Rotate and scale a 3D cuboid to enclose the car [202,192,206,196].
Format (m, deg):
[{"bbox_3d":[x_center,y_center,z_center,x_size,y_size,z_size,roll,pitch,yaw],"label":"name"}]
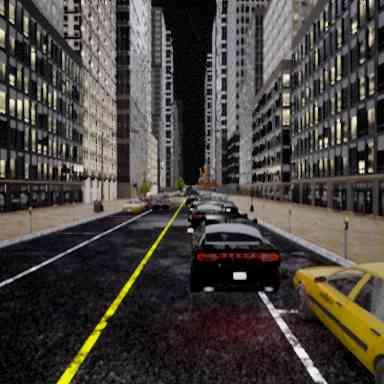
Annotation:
[{"bbox_3d":[2.719,1.189,55.414,1.802,1.307,4.206,0,0,0],"label":"car"}]

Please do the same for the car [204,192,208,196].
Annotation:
[{"bbox_3d":[2.708,1.170,38.338,1.967,1.590,4.097,0,0,0],"label":"car"}]

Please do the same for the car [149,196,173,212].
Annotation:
[{"bbox_3d":[-3.080,1.357,34.650,1.895,1.301,4.718,0,0,0],"label":"car"}]

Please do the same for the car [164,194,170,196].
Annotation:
[{"bbox_3d":[-5.652,1.046,72.508,1.947,1.339,4.313,0,0,0],"label":"car"}]

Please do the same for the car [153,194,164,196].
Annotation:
[{"bbox_3d":[-5.666,1.089,49.741,1.967,1.590,4.097,0,0,0],"label":"car"}]

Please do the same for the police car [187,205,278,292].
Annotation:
[{"bbox_3d":[0.905,1.363,8.875,1.930,1.638,5.238,0,0,0],"label":"police car"}]

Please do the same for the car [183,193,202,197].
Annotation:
[{"bbox_3d":[0.035,1.202,45.941,1.812,1.442,4.674,0,0,0],"label":"car"}]

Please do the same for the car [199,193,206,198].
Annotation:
[{"bbox_3d":[2.738,0.932,89.568,1.802,1.307,4.206,0,0,0],"label":"car"}]

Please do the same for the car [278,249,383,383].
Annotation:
[{"bbox_3d":[2.689,1.494,4.356,1.752,1.417,4.829,0,0,0],"label":"car"}]

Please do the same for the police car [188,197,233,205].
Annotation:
[{"bbox_3d":[0.911,1.293,18.875,1.930,1.638,5.238,0,0,0],"label":"police car"}]

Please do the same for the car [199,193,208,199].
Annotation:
[{"bbox_3d":[2.732,0.988,78.182,2.008,1.369,4.403,0,0,0],"label":"car"}]

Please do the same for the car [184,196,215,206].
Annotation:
[{"bbox_3d":[0.708,1.332,24.828,1.837,1.490,4.892,0,0,4],"label":"car"}]

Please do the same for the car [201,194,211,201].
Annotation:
[{"bbox_3d":[2.725,1.068,66.798,1.887,1.381,4.507,0,0,0],"label":"car"}]

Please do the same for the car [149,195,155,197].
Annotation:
[{"bbox_3d":[-5.672,1.312,38.358,1.802,1.307,4.206,0,0,0],"label":"car"}]

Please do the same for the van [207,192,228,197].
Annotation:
[{"bbox_3d":[2.704,1.112,32.644,1.690,1.788,3.998,0,0,0],"label":"van"}]

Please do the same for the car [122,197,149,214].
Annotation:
[{"bbox_3d":[-5.675,1.297,32.495,1.752,1.417,4.829,0,0,0],"label":"car"}]

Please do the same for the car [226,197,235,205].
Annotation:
[{"bbox_3d":[2.702,1.377,26.954,1.947,1.339,4.313,0,0,0],"label":"car"}]

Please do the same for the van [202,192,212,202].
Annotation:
[{"bbox_3d":[2.721,0.906,61.104,1.690,1.788,3.998,0,0,0],"label":"van"}]
